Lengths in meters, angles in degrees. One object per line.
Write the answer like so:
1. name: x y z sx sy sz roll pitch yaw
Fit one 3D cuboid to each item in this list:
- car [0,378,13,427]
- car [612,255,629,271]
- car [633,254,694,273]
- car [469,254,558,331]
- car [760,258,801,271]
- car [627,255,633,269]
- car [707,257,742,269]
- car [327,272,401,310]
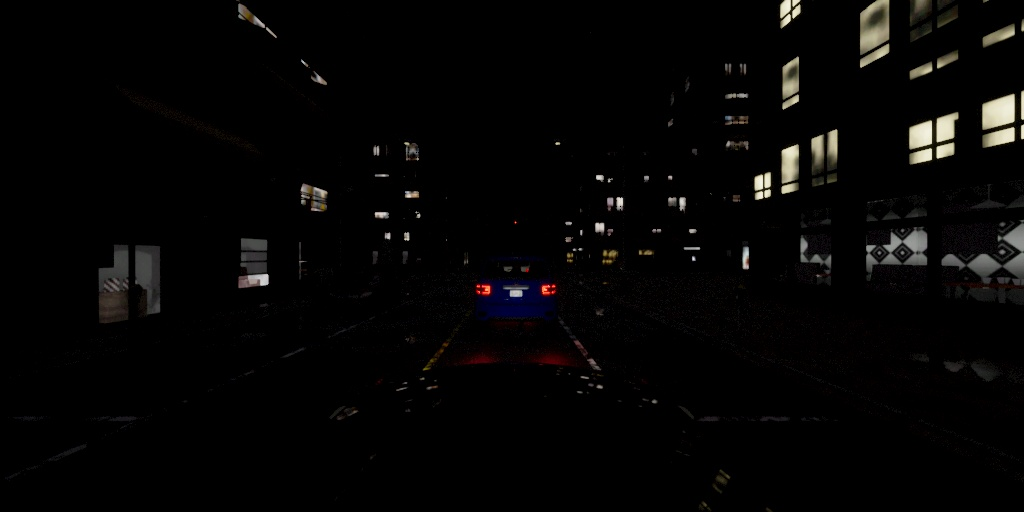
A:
1. car: -5.690 1.300 1.566 2.007 1.370 4.403 0 0 0
2. car: 14.580 0.762 42.840 5.009 1.841 2.192 0 0 0
3. car: 14.713 0.777 34.461 5.009 1.841 2.192 0 0 0
4. car: 0.099 0.971 11.079 2.150 2.045 5.566 0 0 0
5. car: 25.807 0.821 34.556 4.313 1.339 1.948 0 0 0
6. car: 15.809 0.956 40.241 4.674 1.442 1.812 -1 0 -1
7. car: 25.671 0.822 42.936 4.207 1.307 1.802 0 0 0
8. car: -5.739 1.331 14.483 1.802 1.307 4.207 0 0 0
